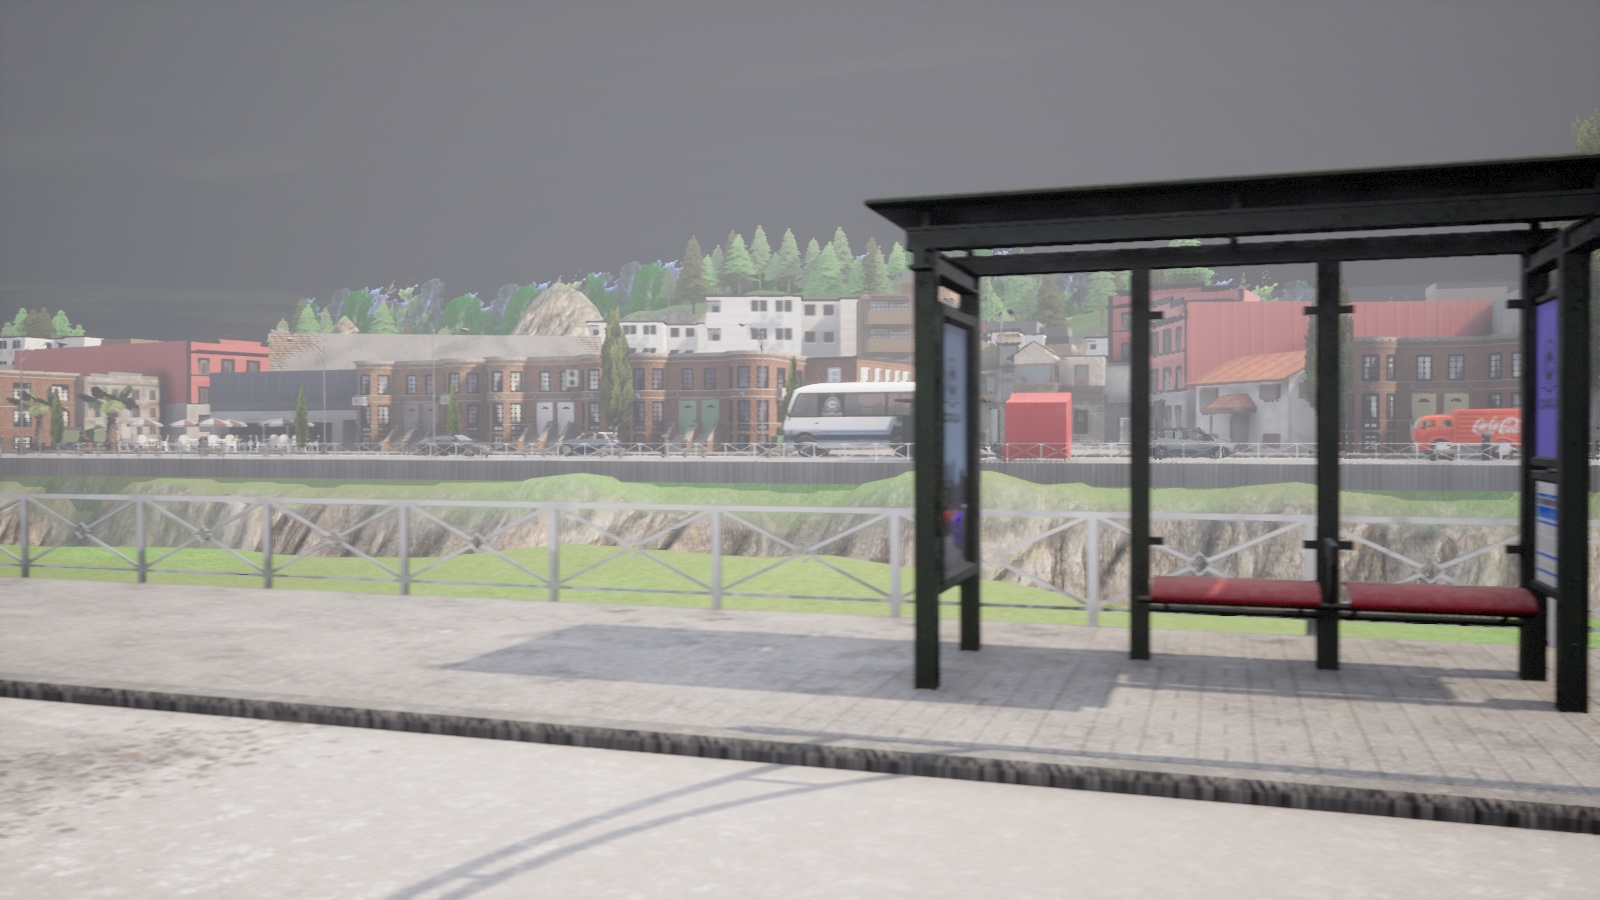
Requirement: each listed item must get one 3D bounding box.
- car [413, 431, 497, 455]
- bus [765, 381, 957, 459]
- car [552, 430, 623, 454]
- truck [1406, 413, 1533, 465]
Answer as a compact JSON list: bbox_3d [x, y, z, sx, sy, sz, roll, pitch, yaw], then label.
[{"bbox_3d":[-20.803,-0.440,75.807,4.674,1.442,1.812,1,1,19],"label":"car"},{"bbox_3d":[3.481,-1.688,71.848,10.273,4.253,3.944,1,1,19],"label":"bus"},{"bbox_3d":[-13.097,-0.497,77.434,3.806,1.475,1.970,1,1,19],"label":"car"},{"bbox_3d":[32.917,-0.533,61.931,5.204,2.467,2.627,0,1,20],"label":"truck"}]
